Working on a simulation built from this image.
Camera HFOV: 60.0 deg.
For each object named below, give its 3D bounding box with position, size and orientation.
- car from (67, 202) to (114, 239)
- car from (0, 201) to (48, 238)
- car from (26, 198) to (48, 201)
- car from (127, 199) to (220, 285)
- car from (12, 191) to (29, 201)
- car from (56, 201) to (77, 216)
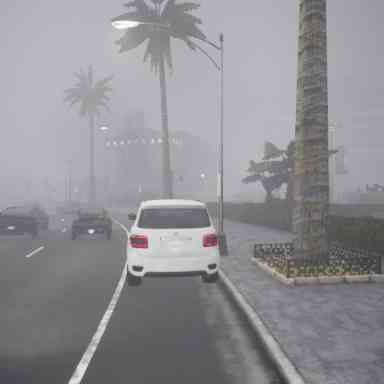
[{"bbox_3d":[-5.220,1.503,17.509,1.837,1.490,4.892,0,1,-15],"label":"car"},{"bbox_3d":[-8.845,1.470,17.506,1.882,1.535,5.008,0,0,-15],"label":"car"},{"bbox_3d":[-15.035,1.552,30.963,1.994,1.385,4.181,0,0,-35],"label":"car"},{"bbox_3d":[-0.676,1.219,9.688,2.150,2.045,5.566,0,0,-7],"label":"car"},{"bbox_3d":[-37.893,1.221,71.704,4.553,1.767,2.185,0,0,21],"label":"car"},{"bbox_3d":[-11.974,1.555,32.688,1.994,1.385,4.181,0,0,-35],"label":"car"}]
